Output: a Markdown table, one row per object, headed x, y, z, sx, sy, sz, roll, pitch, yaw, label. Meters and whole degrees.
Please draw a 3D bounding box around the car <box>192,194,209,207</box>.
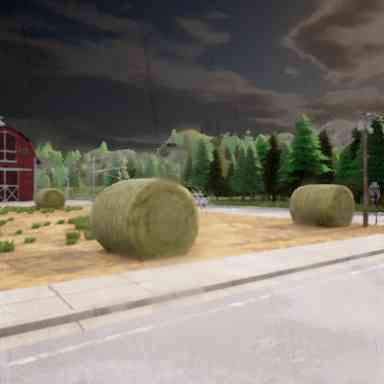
| x | y | z | sx | sy | sz | roll | pitch | yaw | label |
| --- | --- | --- | --- | --- | --- | --- | --- | --- | --- |
| 0.169 | 1.274 | 50.718 | 2.150 | 2.045 | 5.566 | 0 | 0 | -38 | car |
